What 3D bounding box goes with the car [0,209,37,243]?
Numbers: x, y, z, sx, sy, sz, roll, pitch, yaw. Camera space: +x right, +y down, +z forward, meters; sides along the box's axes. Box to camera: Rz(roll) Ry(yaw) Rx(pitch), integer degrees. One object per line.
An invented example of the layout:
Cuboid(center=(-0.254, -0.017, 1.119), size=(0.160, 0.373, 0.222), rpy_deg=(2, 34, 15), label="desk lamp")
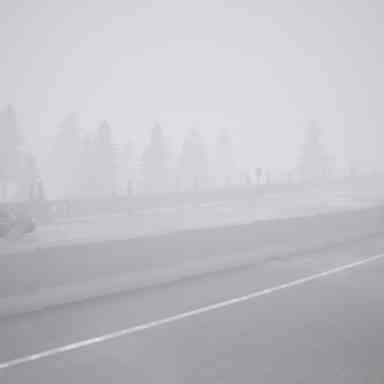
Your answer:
Cuboid(center=(-9.434, 1.472, 14.448), size=(4.902, 1.511, 2.128), rpy_deg=(-1, 0, -35), label="car")
